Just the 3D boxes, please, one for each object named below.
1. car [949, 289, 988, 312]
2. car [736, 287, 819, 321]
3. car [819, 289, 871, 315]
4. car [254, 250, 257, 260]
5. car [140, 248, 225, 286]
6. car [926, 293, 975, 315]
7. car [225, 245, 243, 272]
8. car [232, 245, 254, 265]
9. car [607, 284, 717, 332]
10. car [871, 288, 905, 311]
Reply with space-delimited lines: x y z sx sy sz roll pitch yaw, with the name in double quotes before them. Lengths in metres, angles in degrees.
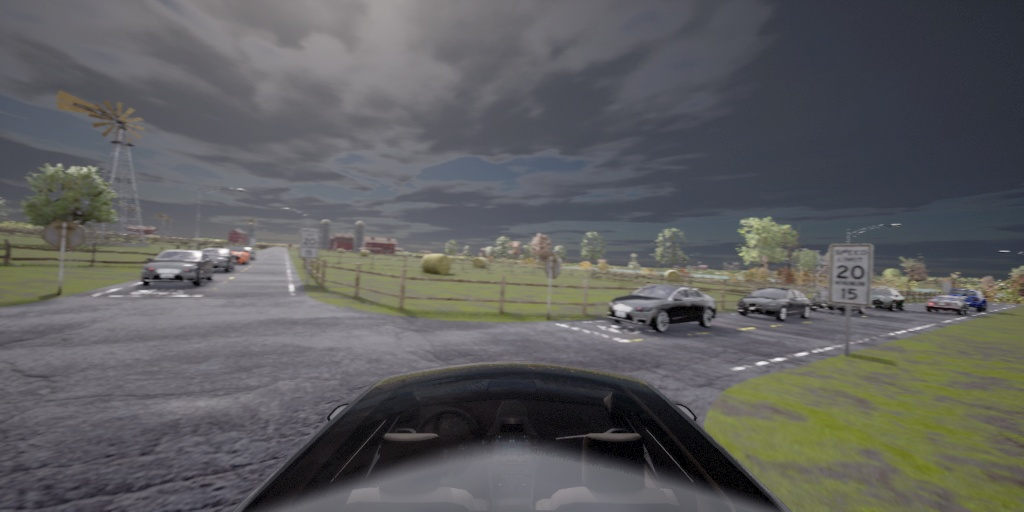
"car" 44.384 4.275 35.015 5.566 2.045 2.150 4 -1 -33
"car" 13.405 2.374 18.285 4.892 1.490 1.837 4 -1 -33
"car" 21.348 2.954 23.470 4.892 1.490 1.837 4 -1 -33
"car" -30.770 -0.300 41.400 2.128 1.511 4.902 4 0 -32
"car" -14.917 0.466 16.264 2.128 1.511 4.902 4 0 -32
"car" 35.437 3.954 29.181 5.357 1.411 2.033 4 -1 -33
"car" -19.904 0.225 24.159 2.128 1.511 4.902 4 0 -32
"car" -25.238 -0.172 32.598 2.097 1.767 4.553 4 0 -32
"car" 5.574 1.786 13.112 4.902 1.511 2.128 4 -1 -35
"car" 29.639 3.405 28.853 4.553 1.767 2.097 4 -1 -33
